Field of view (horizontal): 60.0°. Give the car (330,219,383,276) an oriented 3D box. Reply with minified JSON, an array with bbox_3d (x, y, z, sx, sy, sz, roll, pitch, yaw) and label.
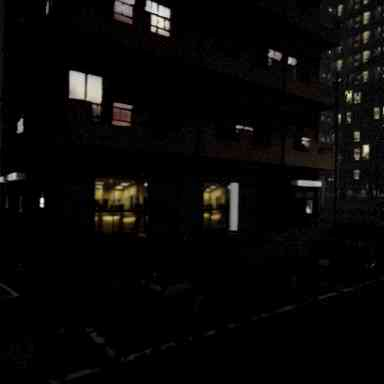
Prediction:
[{"bbox_3d":[5.400,1.556,10.354,4.313,1.339,1.947,0,1,-35],"label":"car"}]

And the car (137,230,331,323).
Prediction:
[{"bbox_3d":[0.890,1.577,7.137,4.206,1.307,1.802,0,1,-35],"label":"car"}]

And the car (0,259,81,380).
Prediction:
[{"bbox_3d":[-3.621,1.551,3.918,4.403,1.369,2.008,0,1,-35],"label":"car"}]

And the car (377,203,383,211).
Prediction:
[{"bbox_3d":[22.046,1.459,35.555,1.967,1.590,4.097,1,-1,-35],"label":"car"}]
